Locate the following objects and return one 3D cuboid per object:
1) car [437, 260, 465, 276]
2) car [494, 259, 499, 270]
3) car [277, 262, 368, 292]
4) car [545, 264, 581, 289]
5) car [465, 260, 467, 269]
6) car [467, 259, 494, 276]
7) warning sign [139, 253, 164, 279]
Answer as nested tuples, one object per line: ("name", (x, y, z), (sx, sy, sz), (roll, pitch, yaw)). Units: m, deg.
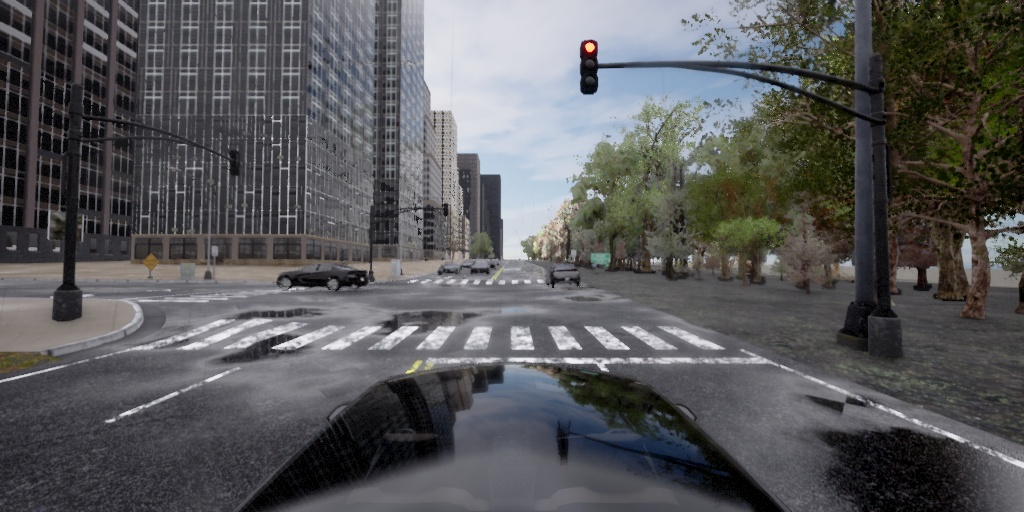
("car", (-6.588, 1.331, 38.025), (1.994, 1.385, 4.181), (0, 0, 0))
("car", (-3.329, 1.375, 53.966), (1.895, 1.301, 4.718), (0, 0, 0))
("car", (-10.560, 1.115, 20.009), (5.008, 1.535, 1.882), (0, -3, 12))
("car", (3.345, 1.277, 24.148), (2.128, 1.511, 4.902), (-2, -2, 0))
("car", (-6.583, 1.321, 53.355), (2.033, 1.411, 5.357), (0, 0, 0))
("car", (-3.338, 1.244, 38.422), (1.882, 1.535, 5.008), (0, 0, 0))
("warning sign", (-26.156, 0.729, 25.921), (1.060, 1.860, 1.300), (0, 0, -4))
